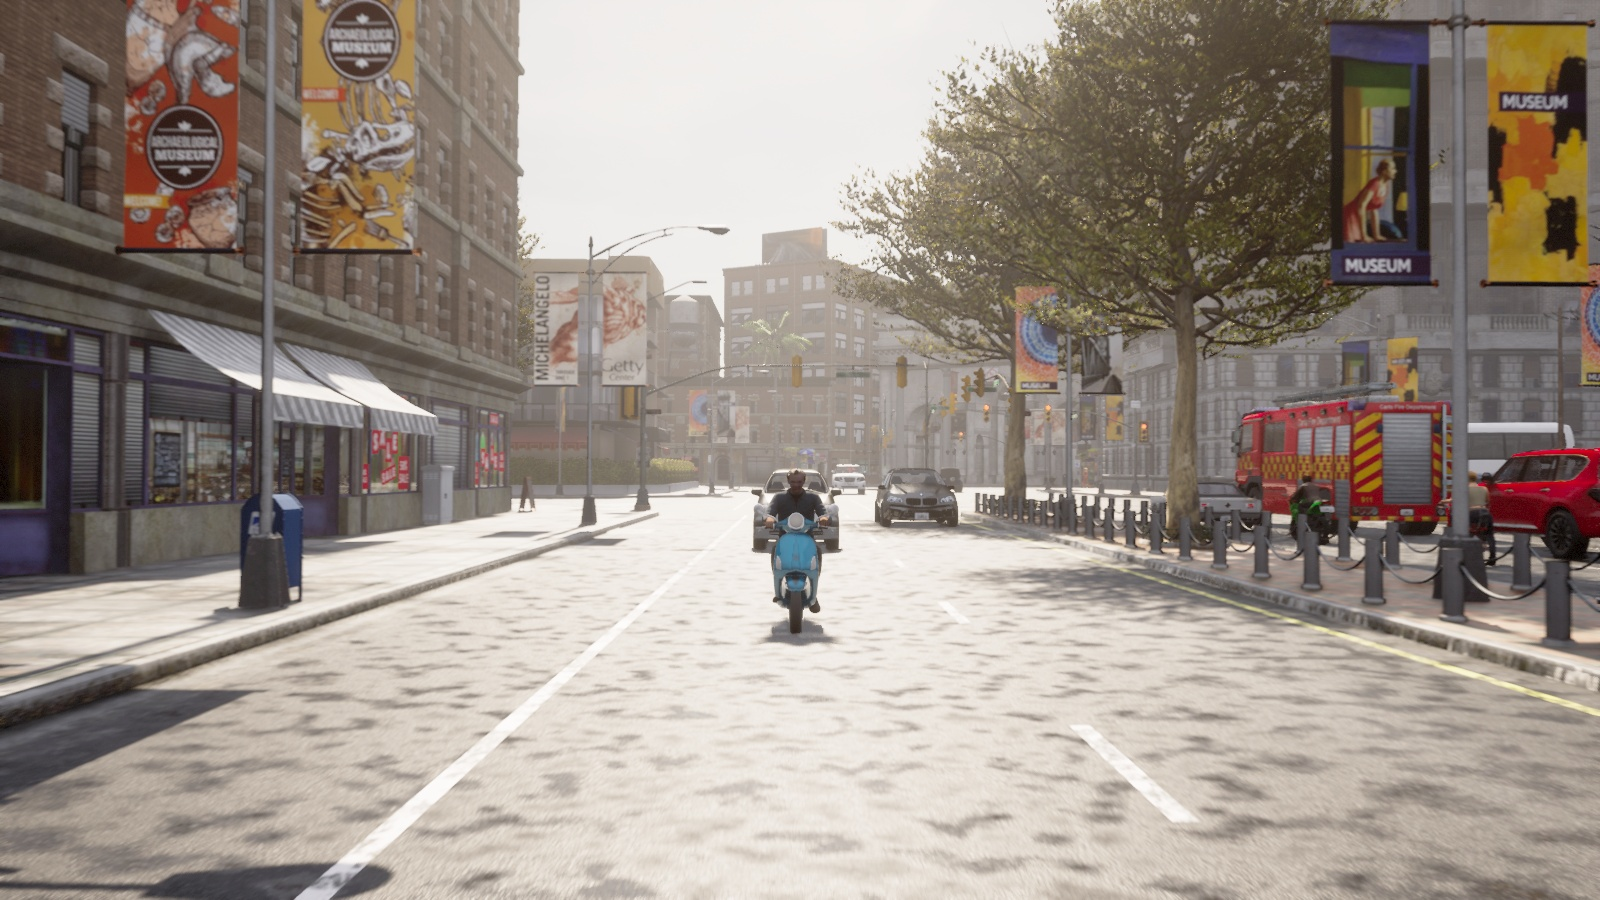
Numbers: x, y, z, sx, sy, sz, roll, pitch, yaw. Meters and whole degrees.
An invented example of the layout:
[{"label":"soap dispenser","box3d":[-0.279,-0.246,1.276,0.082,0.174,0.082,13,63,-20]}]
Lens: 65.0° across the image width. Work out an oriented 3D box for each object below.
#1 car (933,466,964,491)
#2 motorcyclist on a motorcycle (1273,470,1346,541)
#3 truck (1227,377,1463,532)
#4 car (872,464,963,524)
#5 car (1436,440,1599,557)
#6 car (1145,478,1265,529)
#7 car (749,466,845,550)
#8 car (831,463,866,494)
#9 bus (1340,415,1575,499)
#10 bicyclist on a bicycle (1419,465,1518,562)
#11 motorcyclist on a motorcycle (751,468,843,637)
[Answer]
[{"label":"car","box3d":[11.265,2.166,95.588,1.905,1.878,3.866,0,-1,0]},{"label":"motorcyclist on a motorcycle","box3d":[11.430,1.224,28.239,0.797,1.523,2.044,0,-1,0]},{"label":"truck","box3d":[14.909,0.180,35.256,2.891,3.827,8.468,0,-1,0]},{"label":"car","box3d":[3.399,1.268,37.171,2.242,1.667,4.611,0,-1,0]},{"label":"car","box3d":[14.940,0.885,24.547,2.150,2.045,5.566,0,-1,0]},{"label":"car","box3d":[11.342,1.464,35.515,1.895,1.301,4.718,0,-1,1]},{"label":"car","box3d":[-0.065,1.152,26.204,1.851,1.617,3.988,0,-1,0]},{"label":"car","box3d":[3.288,1.957,85.786,2.150,2.045,5.566,0,-1,0]},{"label":"bus","box3d":[34.318,0.404,65.903,10.273,4.253,3.944,0,-1,-1]},{"label":"bicyclist on a bicycle","box3d":[11.452,1.067,21.581,0.866,1.612,1.509,0,-1,-1]},{"label":"motorcyclist on a motorcycle","box3d":[-0.032,0.982,12.753,0.866,1.590,1.817,0,-1,0]}]
